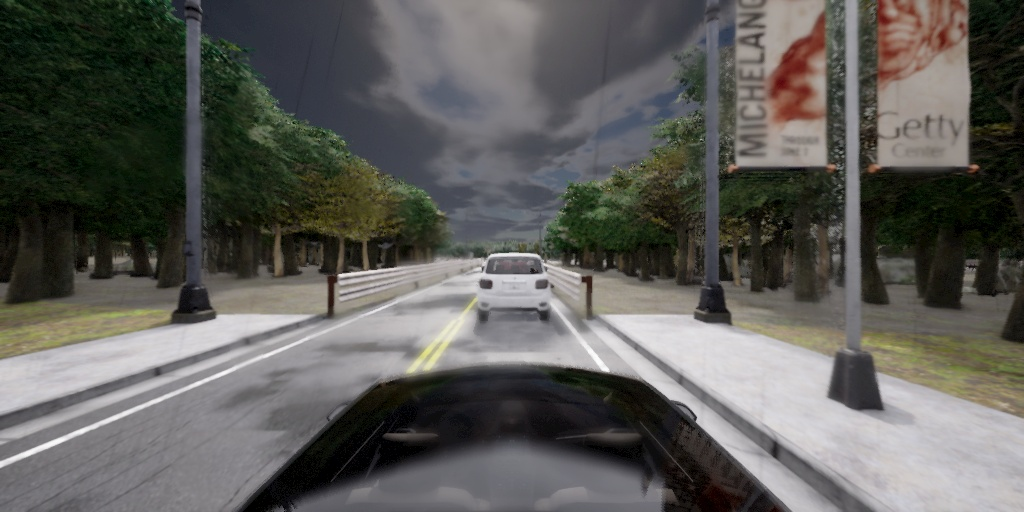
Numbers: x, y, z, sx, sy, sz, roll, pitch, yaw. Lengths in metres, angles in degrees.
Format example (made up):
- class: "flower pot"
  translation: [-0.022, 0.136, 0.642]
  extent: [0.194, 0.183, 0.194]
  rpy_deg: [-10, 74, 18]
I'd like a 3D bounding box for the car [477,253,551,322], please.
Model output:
- class: "car"
  translation: [0.084, 0.933, 12.352]
  extent: [2.150, 2.045, 5.566]
  rpy_deg: [0, 0, 0]
